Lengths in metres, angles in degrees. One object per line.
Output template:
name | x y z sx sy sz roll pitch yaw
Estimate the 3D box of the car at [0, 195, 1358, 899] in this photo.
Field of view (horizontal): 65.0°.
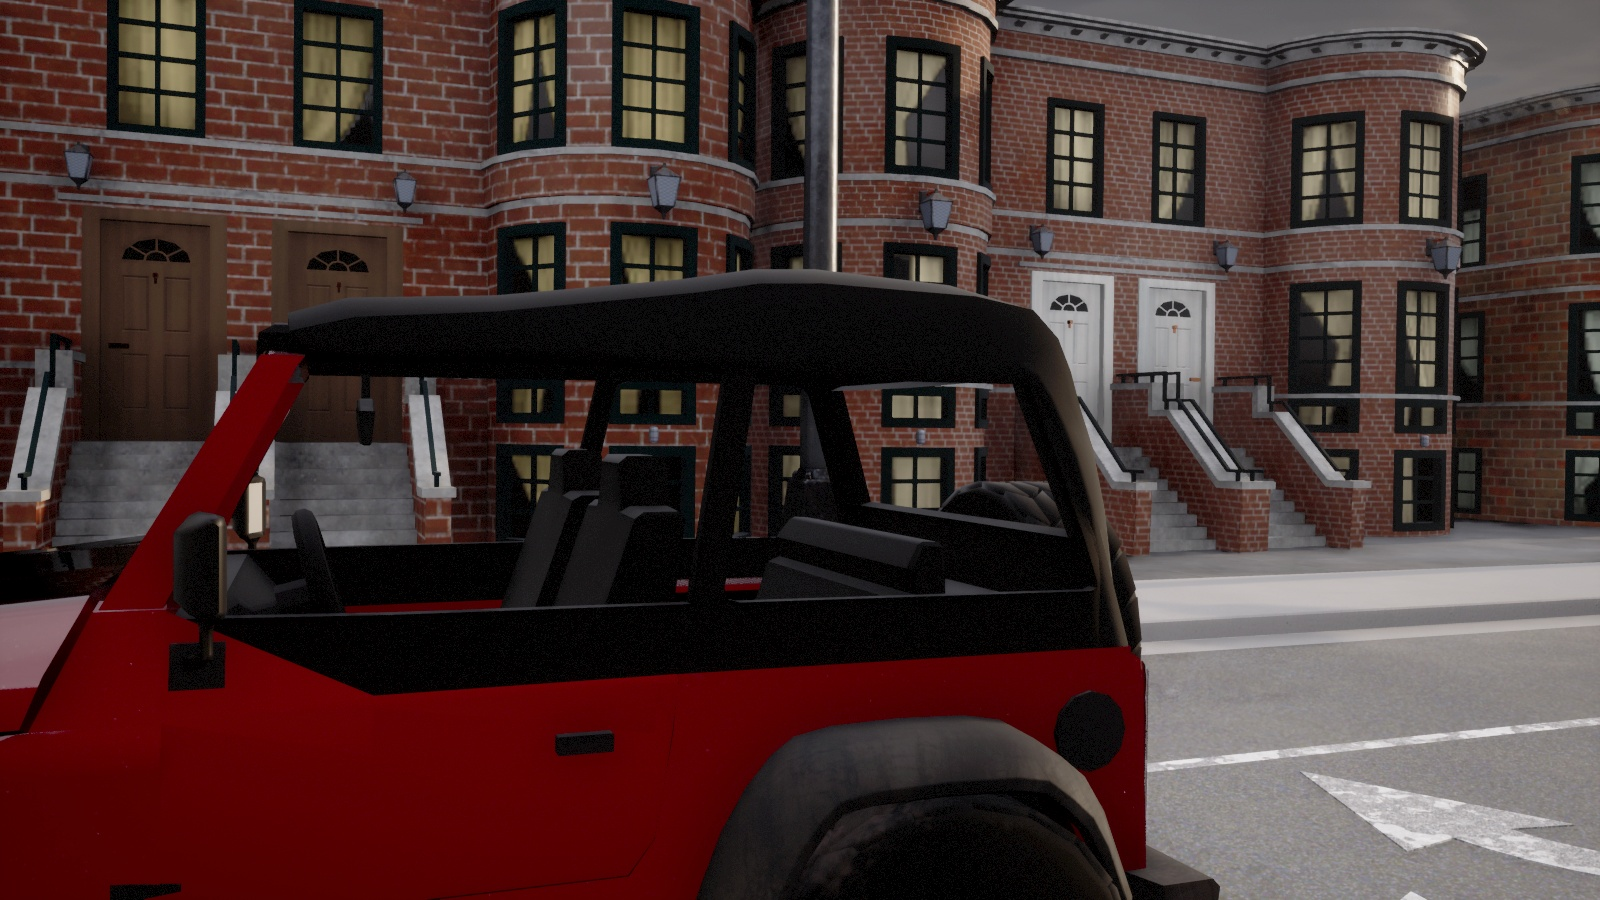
car | -0.955 0.557 2.881 3.866 1.878 1.905 -1 1 -21
